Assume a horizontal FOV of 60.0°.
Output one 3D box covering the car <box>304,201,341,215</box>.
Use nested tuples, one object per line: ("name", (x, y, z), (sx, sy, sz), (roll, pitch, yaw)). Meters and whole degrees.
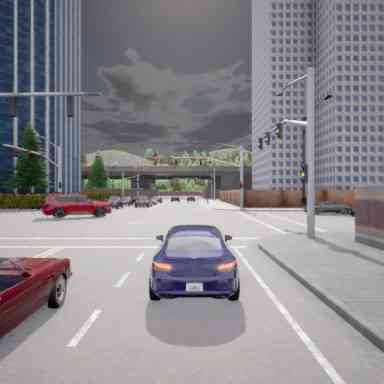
("car", (13.531, 1.564, 33.437), (4.181, 1.385, 1.994), (0, 0, 0))

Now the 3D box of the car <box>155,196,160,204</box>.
("car", (-7.252, 1.601, 58.774), (1.895, 1.301, 4.718), (0, 0, 0))

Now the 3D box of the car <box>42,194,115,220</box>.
("car", (-9.869, 1.223, 28.567), (5.566, 2.045, 2.150), (0, 1, -28))

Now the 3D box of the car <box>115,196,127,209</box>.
("car", (-10.733, 1.352, 45.300), (2.097, 1.767, 4.553), (0, 0, 0))

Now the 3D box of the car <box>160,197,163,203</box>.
("car", (-7.204, 1.564, 68.821), (1.994, 1.385, 4.181), (0, 0, 0))

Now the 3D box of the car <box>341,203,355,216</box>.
("car", (16.200, 1.564, 29.932), (4.181, 1.385, 1.994), (0, 0, 0))

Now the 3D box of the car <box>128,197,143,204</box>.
("car", (-10.738, 1.601, 63.483), (1.895, 1.301, 4.718), (0, 0, 0))

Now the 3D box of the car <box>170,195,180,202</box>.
("car", (-3.722, 1.501, 74.476), (1.812, 1.442, 4.674), (0, 0, 0))

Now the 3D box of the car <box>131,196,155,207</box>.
("car", (-7.243, 1.352, 49.791), (2.097, 1.767, 4.553), (0, 0, 0))

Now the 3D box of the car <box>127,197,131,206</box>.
("car", (-10.751, 1.491, 54.260), (2.128, 1.511, 4.902), (0, 0, 0))

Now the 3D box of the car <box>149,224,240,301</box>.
("car", (0.054, 1.526, 8.210), (1.812, 1.442, 4.674), (0, 0, 0))

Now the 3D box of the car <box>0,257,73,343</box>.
("car", (-3.454, 1.601, 4.939), (1.895, 1.301, 4.718), (0, 0, 0))

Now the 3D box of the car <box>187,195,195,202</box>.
("car", (-0.222, 1.477, 74.486), (1.837, 1.490, 4.892), (0, 0, 0))
